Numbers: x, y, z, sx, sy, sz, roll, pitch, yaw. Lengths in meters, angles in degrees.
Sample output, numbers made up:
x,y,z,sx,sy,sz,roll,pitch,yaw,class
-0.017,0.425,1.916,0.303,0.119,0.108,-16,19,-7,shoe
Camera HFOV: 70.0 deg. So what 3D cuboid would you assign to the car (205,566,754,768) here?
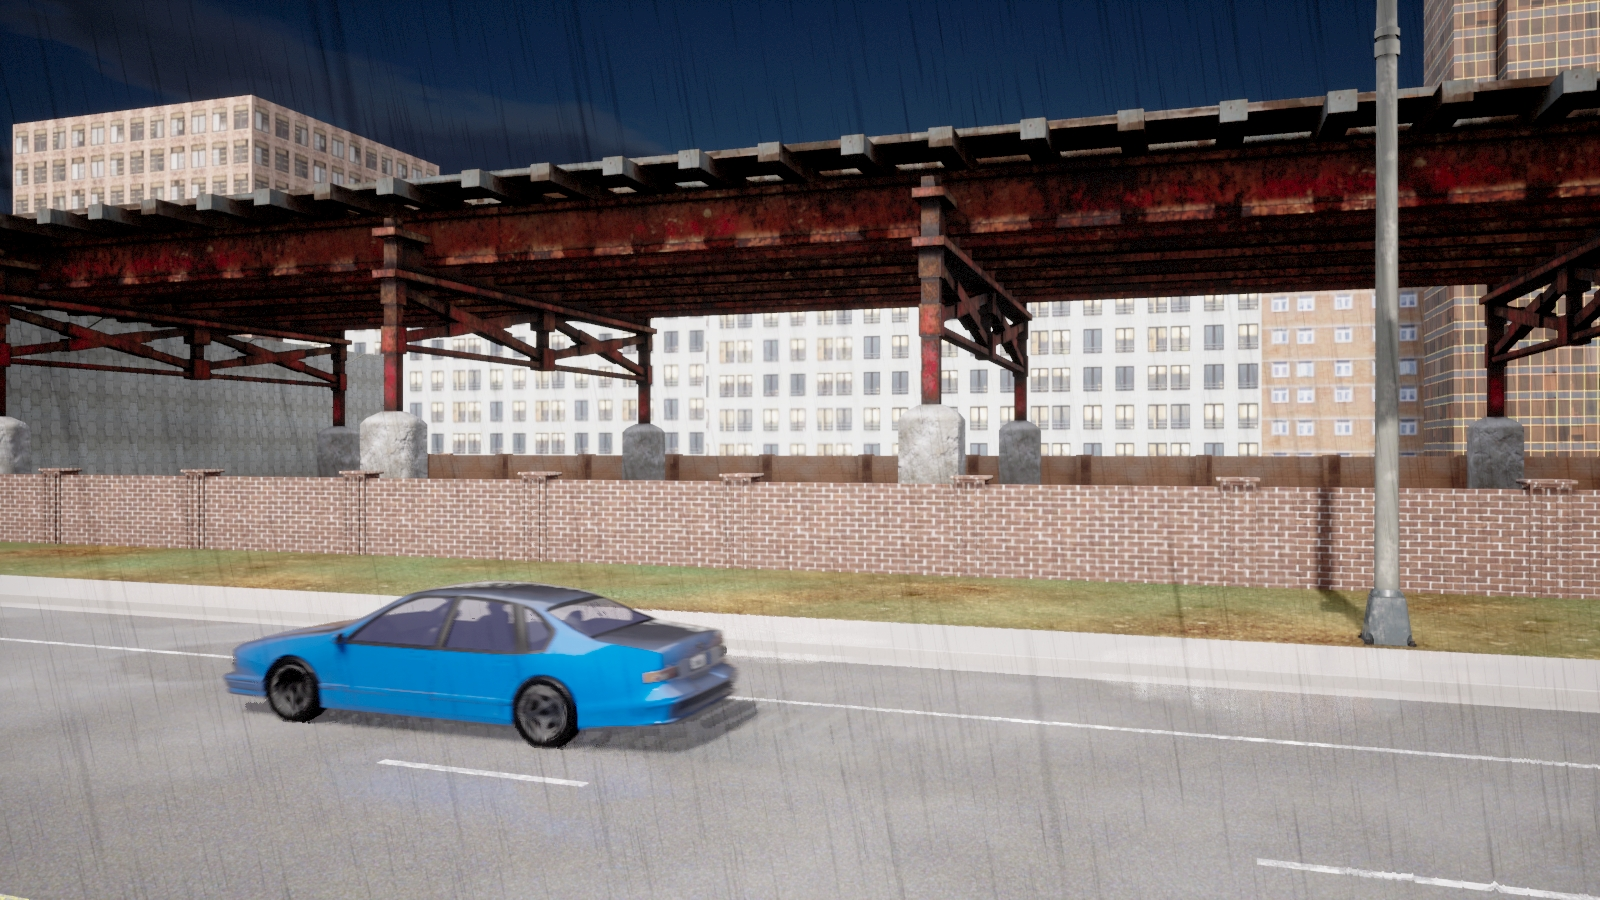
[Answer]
x,y,z,sx,sy,sz,roll,pitch,yaw,class
-3.344,2.106,11.960,5.357,1.411,2.033,0,0,20,car
